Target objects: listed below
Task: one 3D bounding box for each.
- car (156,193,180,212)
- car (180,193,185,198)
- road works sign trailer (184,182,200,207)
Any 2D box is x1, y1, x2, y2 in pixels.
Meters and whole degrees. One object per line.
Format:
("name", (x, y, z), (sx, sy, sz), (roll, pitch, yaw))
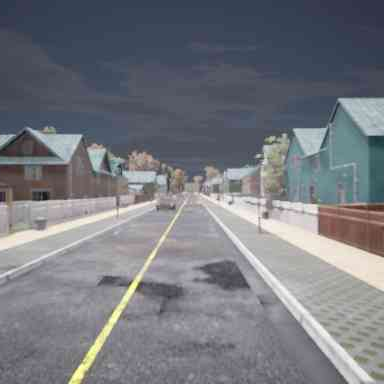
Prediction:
("car", (-2.847, 1.242, 37.600), (2.097, 1.767, 4.553), (0, 0, 0))
("car", (-2.765, 0.940, 79.121), (1.837, 1.490, 4.892), (0, 0, 0))
("road works sign trailer", (-0.009, 0.318, 48.430), (2.380, 3.560, 2.880), (0, 0, 0))
